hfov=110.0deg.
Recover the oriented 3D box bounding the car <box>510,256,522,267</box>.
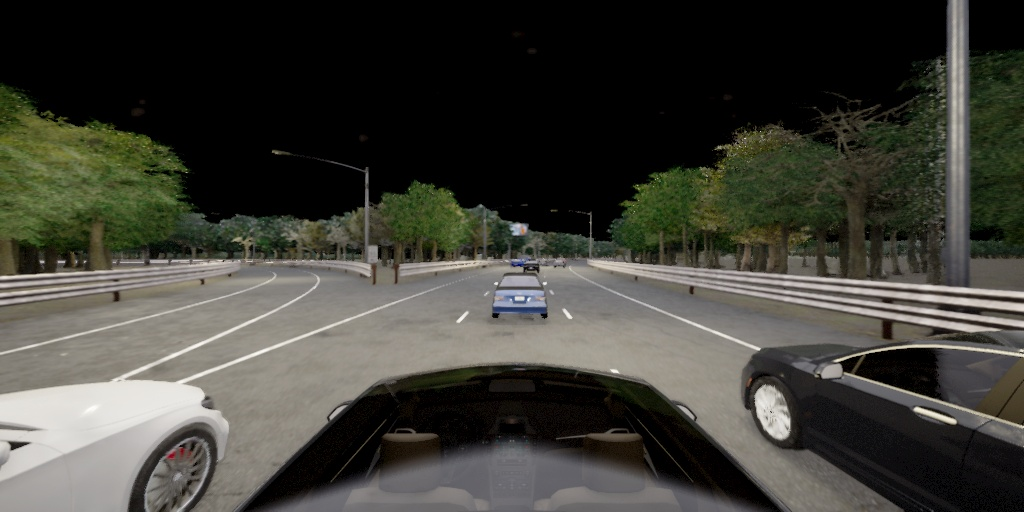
[{"bbox_3d":[0.948,1.274,60.899,1.882,1.535,5.008,0,0,9],"label":"car"}]

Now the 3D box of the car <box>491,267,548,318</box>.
[{"bbox_3d":[0.301,1.299,13.068,2.033,1.411,5.357,0,0,2],"label":"car"}]

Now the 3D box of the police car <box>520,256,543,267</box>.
[{"bbox_3d":[2.470,1.188,44.234,1.930,1.638,5.238,0,0,6],"label":"police car"}]

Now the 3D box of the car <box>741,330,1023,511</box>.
[{"bbox_3d":[3.636,1.259,2.303,1.837,1.490,4.892,0,0,0],"label":"car"}]

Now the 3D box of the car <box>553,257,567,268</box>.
[{"bbox_3d":[7.949,1.351,60.376,2.033,1.411,5.357,0,0,9],"label":"car"}]

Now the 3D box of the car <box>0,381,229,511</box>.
[{"bbox_3d":[-3.368,1.272,1.131,1.812,1.442,4.674,0,0,0],"label":"car"}]
